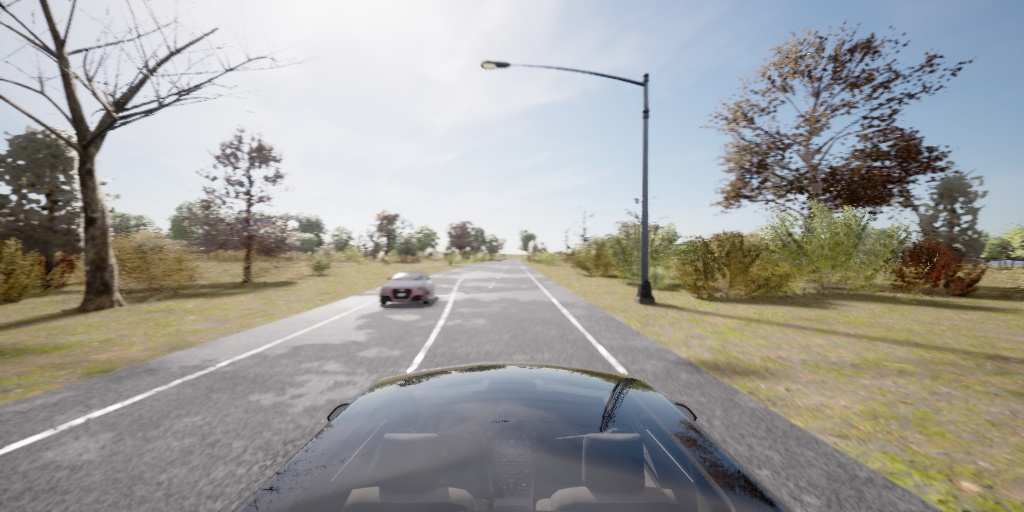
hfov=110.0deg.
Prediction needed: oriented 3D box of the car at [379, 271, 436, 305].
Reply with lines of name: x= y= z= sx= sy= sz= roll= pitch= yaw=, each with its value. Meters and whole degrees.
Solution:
car: x=-4.604 y=1.362 z=16.270 sx=1.994 sy=1.385 sz=4.181 roll=1 pitch=0 yaw=-6
